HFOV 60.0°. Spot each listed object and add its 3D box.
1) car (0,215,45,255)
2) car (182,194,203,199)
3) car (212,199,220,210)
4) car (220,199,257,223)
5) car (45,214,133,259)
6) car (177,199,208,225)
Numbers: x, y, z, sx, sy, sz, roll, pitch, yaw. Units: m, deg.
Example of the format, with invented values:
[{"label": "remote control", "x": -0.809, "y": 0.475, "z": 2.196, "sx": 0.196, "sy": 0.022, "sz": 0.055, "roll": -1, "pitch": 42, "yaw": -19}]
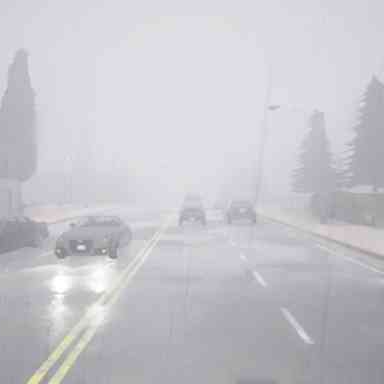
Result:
[{"label": "car", "x": -7.014, "y": 1.539, "z": 11.947, "sx": 2.033, "sy": 1.411, "sz": 5.357, "roll": 0, "pitch": 0, "yaw": 0}, {"label": "car", "x": 0.069, "y": 1.193, "z": 38.347, "sx": 2.150, "sy": 2.045, "sz": 5.566, "roll": 0, "pitch": 0, "yaw": 0}, {"label": "car", "x": 3.587, "y": 1.531, "z": 41.499, "sx": 1.994, "sy": 1.385, "sz": 4.181, "roll": 0, "pitch": 0, "yaw": 0}, {"label": "car", "x": 3.543, "y": 1.331, "z": 25.369, "sx": 2.097, "sy": 1.767, "sz": 4.553, "roll": 0, "pitch": 0, "yaw": 0}, {"label": "car", "x": -3.497, "y": 1.554, "z": 12.470, "sx": 1.994, "sy": 1.385, "sz": 4.181, "roll": 0, "pitch": 0, "yaw": 0}, {"label": "car", "x": 0.028, "y": 1.485, "z": 23.609, "sx": 1.837, "sy": 1.490, "sz": 4.892, "roll": 0, "pitch": 0, "yaw": 0}]
